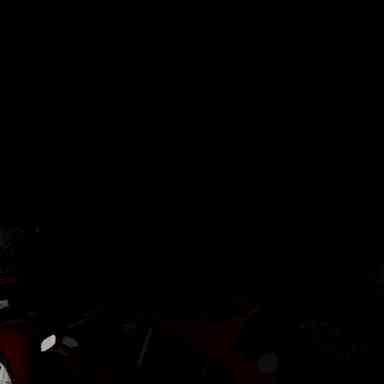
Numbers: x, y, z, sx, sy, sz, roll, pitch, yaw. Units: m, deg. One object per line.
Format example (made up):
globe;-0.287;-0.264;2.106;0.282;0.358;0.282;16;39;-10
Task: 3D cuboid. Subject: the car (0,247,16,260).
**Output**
car;-4.670;1.558;6.275;4.507;1.381;1.887;0;0;35

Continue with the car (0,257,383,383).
car;-0.236;1.548;3.127;4.507;1.381;1.887;0;0;35
